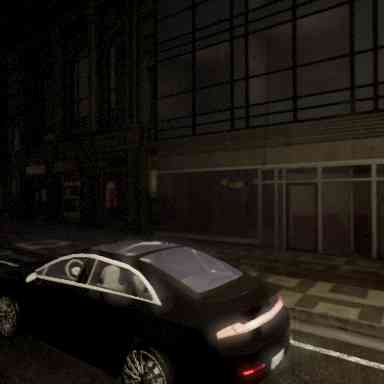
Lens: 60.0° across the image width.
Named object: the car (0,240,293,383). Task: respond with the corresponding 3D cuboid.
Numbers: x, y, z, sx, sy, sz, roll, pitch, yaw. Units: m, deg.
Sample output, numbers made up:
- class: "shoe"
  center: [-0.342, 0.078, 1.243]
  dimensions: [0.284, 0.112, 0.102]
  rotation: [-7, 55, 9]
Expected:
- class: "car"
  center: [-1.067, 1.478, 4.846]
  dimensions: [4.902, 1.511, 2.128]
  rotation: [0, 0, 36]
